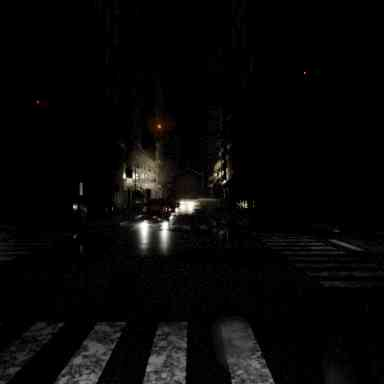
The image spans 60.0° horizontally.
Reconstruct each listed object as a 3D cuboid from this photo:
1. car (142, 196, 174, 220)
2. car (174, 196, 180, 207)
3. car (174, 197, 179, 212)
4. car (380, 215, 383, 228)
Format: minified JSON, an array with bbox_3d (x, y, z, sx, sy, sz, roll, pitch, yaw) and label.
[{"bbox_3d":[-2.868,1.345,27.628,2.097,1.767,4.553,0,0,0],"label":"car"},{"bbox_3d":[-2.872,1.329,47.783,2.097,1.767,4.553,0,0,0],"label":"car"},{"bbox_3d":[-2.873,1.550,37.614,1.994,1.385,4.181,0,0,0],"label":"car"},{"bbox_3d":[12.338,1.282,16.792,5.009,1.841,2.192,0,0,0],"label":"car"}]
